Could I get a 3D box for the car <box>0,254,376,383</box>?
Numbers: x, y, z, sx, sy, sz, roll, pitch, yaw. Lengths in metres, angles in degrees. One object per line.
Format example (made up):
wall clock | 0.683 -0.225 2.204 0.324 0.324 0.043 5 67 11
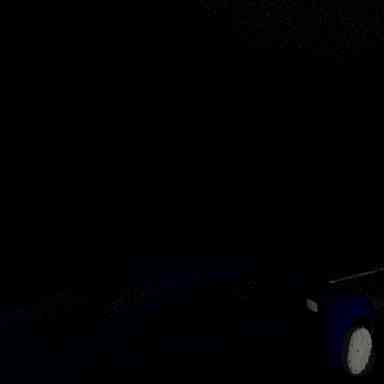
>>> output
car | 0.169 1.490 3.822 5.008 1.535 1.882 1 0 -35
